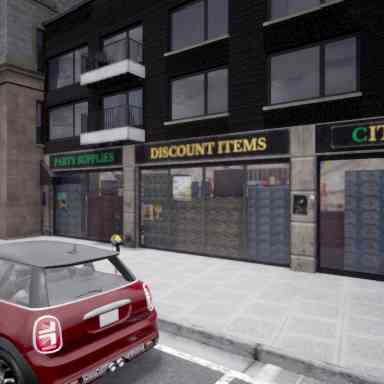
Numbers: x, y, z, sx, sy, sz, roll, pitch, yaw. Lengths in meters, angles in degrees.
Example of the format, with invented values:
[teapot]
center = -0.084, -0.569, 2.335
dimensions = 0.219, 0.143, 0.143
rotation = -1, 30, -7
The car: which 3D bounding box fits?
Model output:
[car]
center = -2.509, 1.440, 4.872
dimensions = 4.097, 1.590, 1.967
rotation = 0, 0, 36
